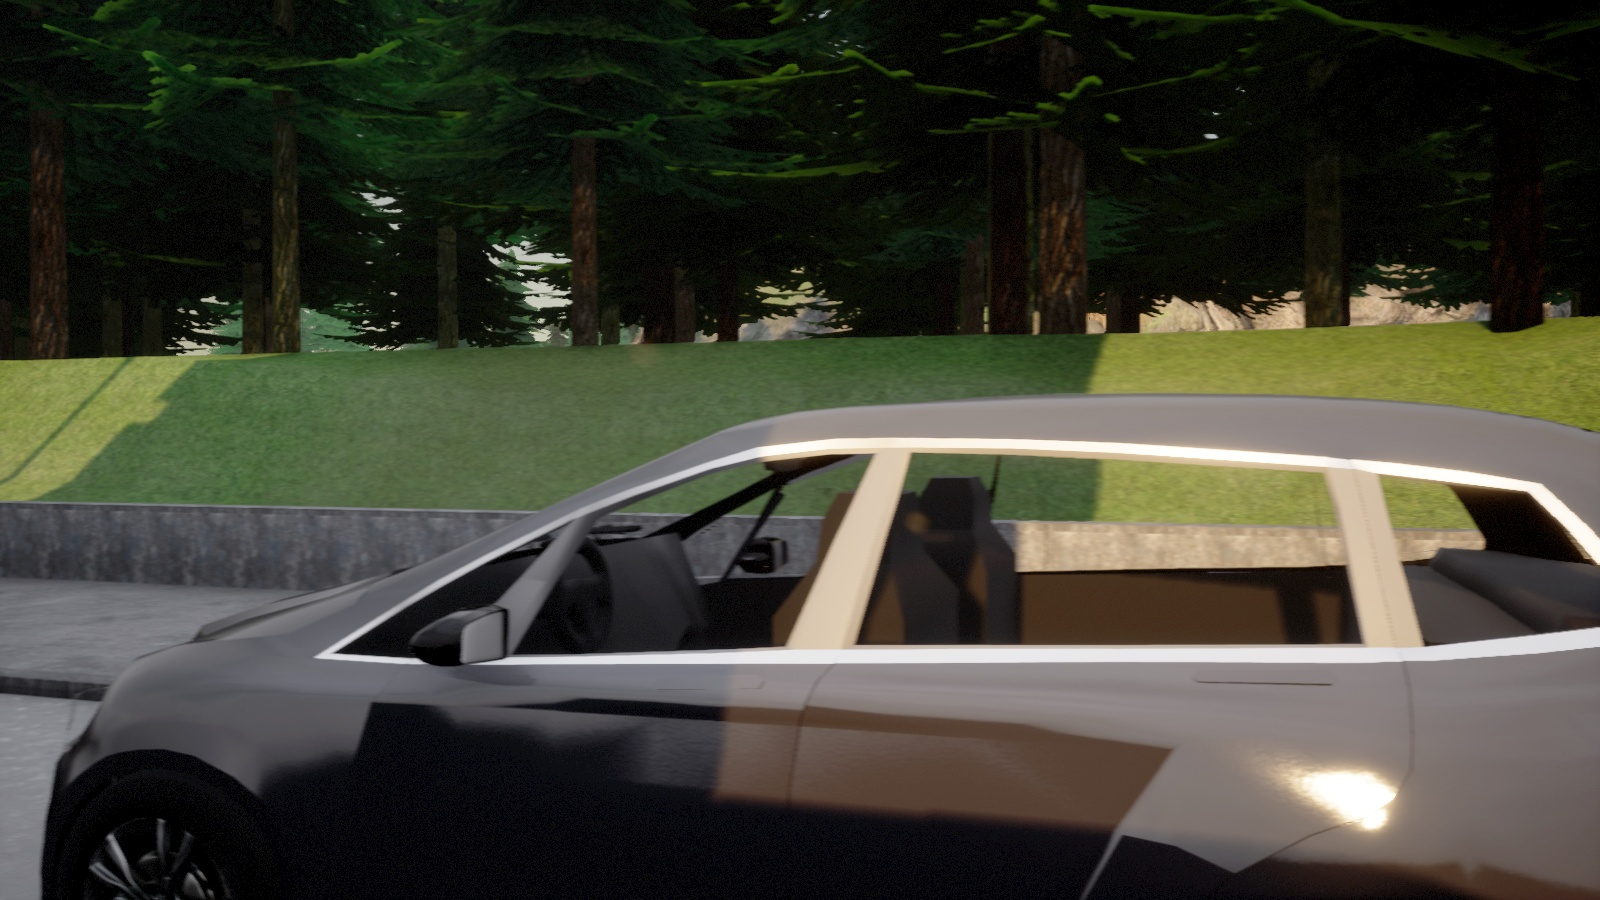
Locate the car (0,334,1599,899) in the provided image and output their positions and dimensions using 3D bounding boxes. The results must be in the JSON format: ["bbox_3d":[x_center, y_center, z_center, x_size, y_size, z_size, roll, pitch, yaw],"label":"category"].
[{"bbox_3d":[0.068,0.612,3.697,4.611,1.667,2.242,1,1,19],"label":"car"}]
